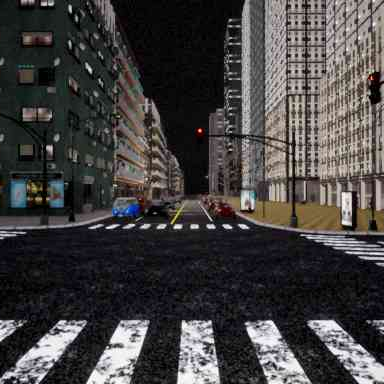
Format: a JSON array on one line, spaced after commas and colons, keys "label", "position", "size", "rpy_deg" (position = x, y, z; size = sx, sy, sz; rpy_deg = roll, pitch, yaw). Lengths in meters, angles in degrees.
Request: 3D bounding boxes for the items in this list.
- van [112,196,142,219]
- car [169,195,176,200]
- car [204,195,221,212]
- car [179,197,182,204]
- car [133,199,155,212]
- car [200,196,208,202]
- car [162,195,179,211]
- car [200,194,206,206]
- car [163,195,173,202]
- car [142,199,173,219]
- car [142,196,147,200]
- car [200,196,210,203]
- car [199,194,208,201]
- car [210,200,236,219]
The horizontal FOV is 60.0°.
[{"label": "van", "position": [-5.635, 1.351, 28.434], "size": [1.690, 1.788, 3.998], "rpy_deg": [0, 0, 0]}, {"label": "car", "position": [-5.526, 1.639, 94.765], "size": [1.947, 1.339, 4.313], "rpy_deg": [0, 0, 0]}, {"label": "car", "position": [2.764, 1.456, 39.475], "size": [1.967, 1.590, 4.097], "rpy_deg": [0, 0, 0]}, {"label": "car", "position": [-2.904, 1.582, 63.197], "size": [2.033, 1.411, 5.357], "rpy_deg": [0, 0, 0]}, {"label": "car", "position": [-5.618, 1.560, 39.490], "size": [1.887, 1.381, 4.507], "rpy_deg": [0, 0, 0]}, {"label": "car", "position": [2.827, 1.634, 78.167], "size": [1.802, 1.307, 4.206], "rpy_deg": [0, 0, 0]}, {"label": "car", "position": [-3.032, 1.504, 40.534], "size": [2.128, 1.511, 4.902], "rpy_deg": [0, 0, 0]}, {"label": "car", "position": [2.791, 1.468, 56.057], "size": [1.967, 1.590, 4.097], "rpy_deg": [0, 0, 0]}, {"label": "car", "position": [-5.553, 1.492, 78.182], "size": [1.967, 1.590, 4.097], "rpy_deg": [0, 0, 0]}, {"label": "car", "position": [-3.051, 1.574, 29.455], "size": [1.994, 1.385, 4.181], "rpy_deg": [0, 0, 0]}, {"label": "car", "position": [-5.626, 1.327, 33.962], "size": [2.192, 1.841, 5.009], "rpy_deg": [0, 0, 0]}, {"label": "car", "position": [2.818, 1.590, 72.640], "size": [1.887, 1.381, 4.507], "rpy_deg": [0, 0, 0]}, {"label": "car", "position": [2.838, 1.373, 83.695], "size": [2.192, 1.841, 5.009], "rpy_deg": [0, 0, 0]}, {"label": "car", "position": [2.744, 1.592, 28.419], "size": [1.802, 1.307, 4.206], "rpy_deg": [0, 0, 0]}]
